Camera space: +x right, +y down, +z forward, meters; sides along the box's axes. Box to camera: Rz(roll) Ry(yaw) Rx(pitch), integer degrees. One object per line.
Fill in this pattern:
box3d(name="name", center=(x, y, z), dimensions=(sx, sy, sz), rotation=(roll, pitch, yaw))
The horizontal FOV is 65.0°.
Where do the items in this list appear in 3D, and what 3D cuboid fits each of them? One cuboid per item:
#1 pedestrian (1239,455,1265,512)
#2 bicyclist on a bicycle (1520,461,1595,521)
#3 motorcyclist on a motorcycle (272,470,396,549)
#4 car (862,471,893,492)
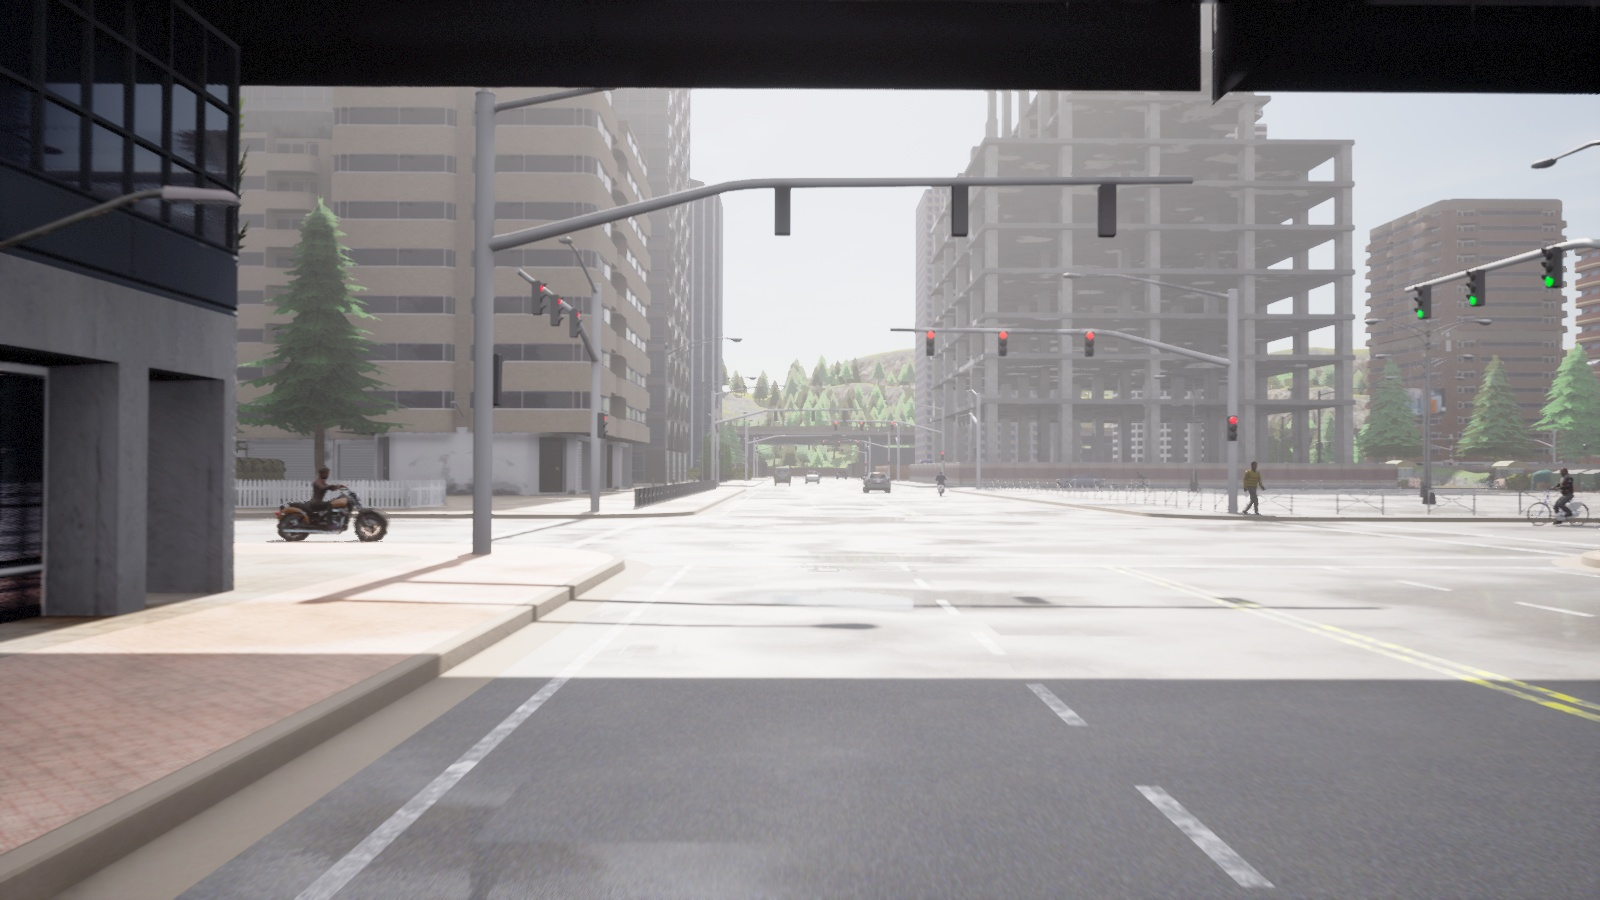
box3d(name="pedestrian", center=(14.843, 1.104, 41.231), dimensions=(0.431, 1.840, 0.709), rotation=(0, -1, -23))
box3d(name="bicyclist on a bicycle", center=(22.720, 1.225, 37.683), dimensions=(1.843, 1.776, 0.659), rotation=(0, -1, 0))
box3d(name="motorcyclist on a motorcycle", center=(-9.928, 1.254, 26.822), dimensions=(2.350, 1.649, 0.766), rotation=(0, -1, -1))
box3d(name="car", center=(5.592, 2.286, 91.285), dimensions=(1.970, 1.475, 3.806), rotation=(0, -1, 0))
